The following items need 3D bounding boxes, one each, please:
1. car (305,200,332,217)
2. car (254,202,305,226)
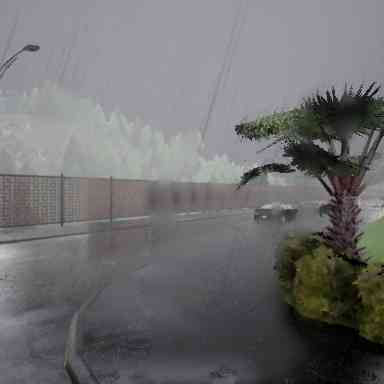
[{"bbox_3d":[11.978,1.488,31.874,2.128,1.511,4.902,0,0,35],"label":"car"},{"bbox_3d":[6.182,1.474,23.806,1.882,1.535,5.008,0,0,36],"label":"car"}]
